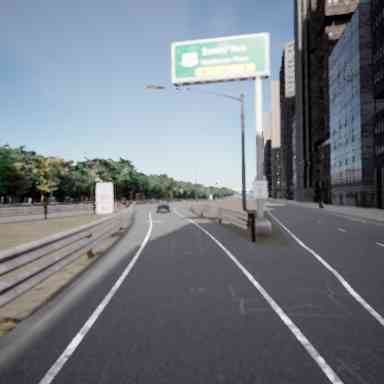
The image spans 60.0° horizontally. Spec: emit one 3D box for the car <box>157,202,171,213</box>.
[{"bbox_3d":[-4.087,2.164,47.766,1.837,1.490,4.892,-1,0,-5],"label":"car"}]
